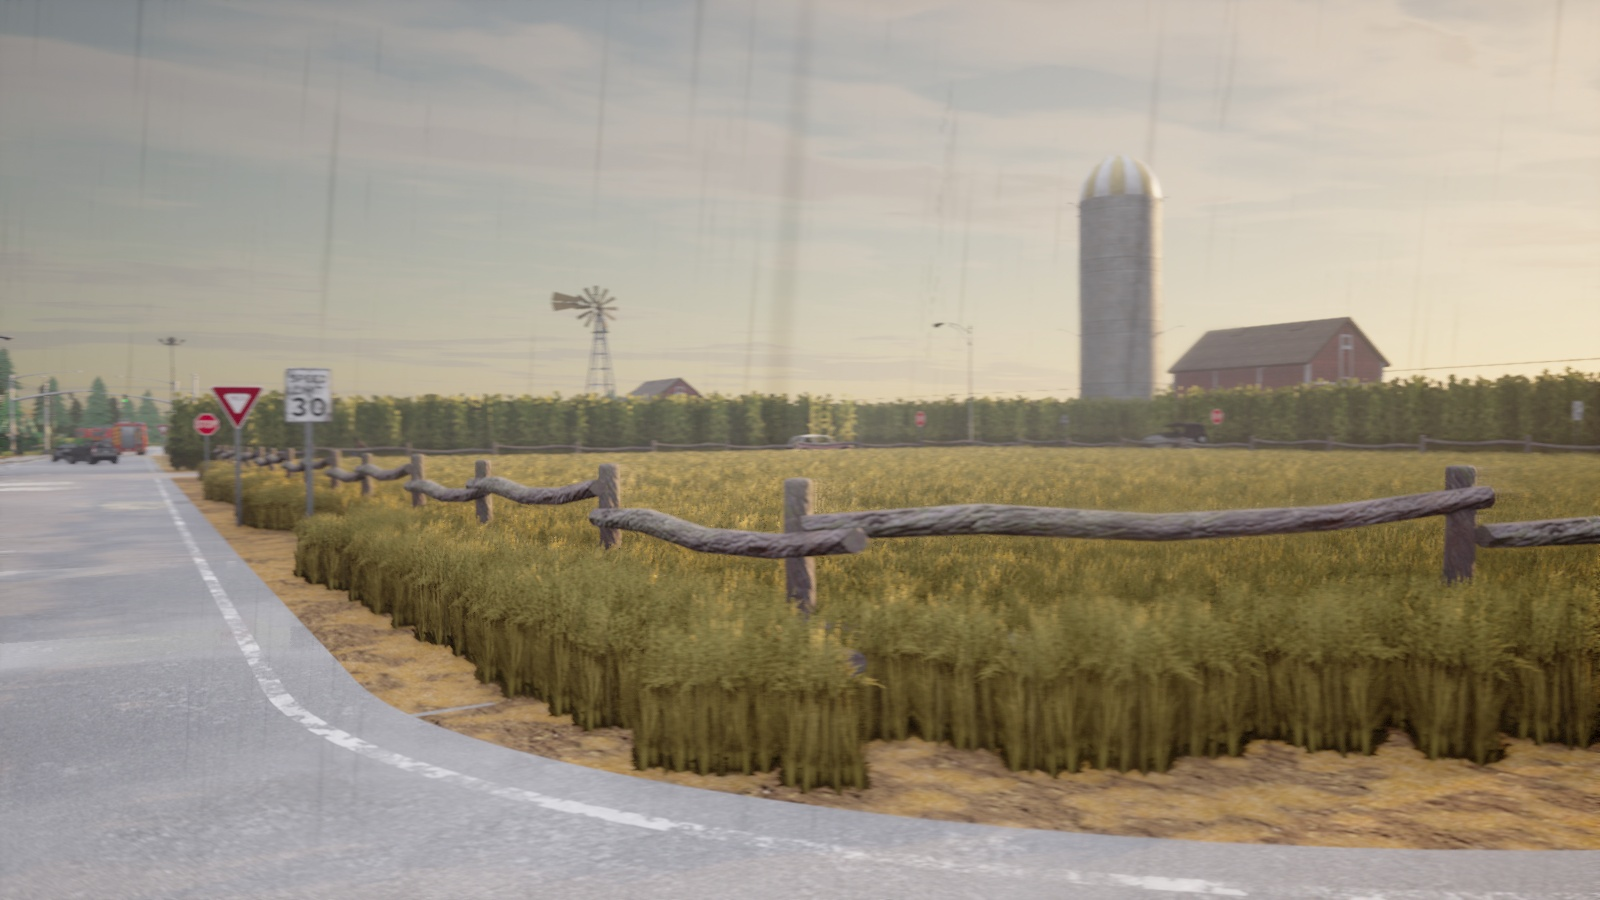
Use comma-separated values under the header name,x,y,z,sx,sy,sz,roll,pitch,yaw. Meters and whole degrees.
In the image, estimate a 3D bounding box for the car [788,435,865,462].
name,x,y,z,sx,sy,sz,roll,pitch,yaw
car,1.480,-0.107,70.373,3.806,1.475,1.970,-1,1,-27

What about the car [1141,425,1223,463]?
name,x,y,z,sx,sy,sz,roll,pitch,yaw
car,19.984,-0.339,65.802,1.905,1.878,3.866,0,2,-27

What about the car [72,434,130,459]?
name,x,y,z,sx,sy,sz,roll,pitch,yaw
car,-46.465,-0.218,83.478,3.988,1.617,1.851,0,0,35
